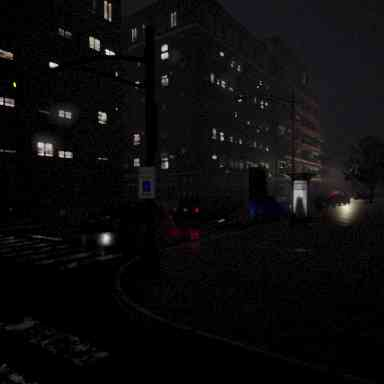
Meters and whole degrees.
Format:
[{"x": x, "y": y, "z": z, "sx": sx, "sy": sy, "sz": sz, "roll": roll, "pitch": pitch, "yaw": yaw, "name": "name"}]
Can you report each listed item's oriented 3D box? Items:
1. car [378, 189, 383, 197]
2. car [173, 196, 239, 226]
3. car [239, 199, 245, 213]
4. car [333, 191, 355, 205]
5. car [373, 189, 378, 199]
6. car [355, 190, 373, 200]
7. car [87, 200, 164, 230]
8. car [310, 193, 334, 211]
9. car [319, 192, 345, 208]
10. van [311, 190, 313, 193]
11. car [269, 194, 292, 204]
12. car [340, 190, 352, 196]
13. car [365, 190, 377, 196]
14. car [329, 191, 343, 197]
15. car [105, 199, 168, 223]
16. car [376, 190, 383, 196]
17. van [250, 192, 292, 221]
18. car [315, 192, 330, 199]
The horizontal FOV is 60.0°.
[{"x": 41.793, "y": 0.354, "z": 74.333, "sx": 1.887, "sy": 1.381, "sz": 4.507, "roll": 1, "pitch": 1, "yaw": 36, "name": "car"}, {"x": 0.840, "y": 1.081, "z": 21.429, "sx": 2.097, "sy": 1.767, "sz": 4.553, "roll": 0, "pitch": 1, "yaw": 36, "name": "car"}, {"x": 2.900, "y": 1.102, "z": 29.212, "sx": 1.882, "sy": 1.535, "sz": 5.008, "roll": 0, "pitch": 1, "yaw": 35, "name": "car"}, {"x": 18.797, "y": 0.922, "z": 42.138, "sx": 1.947, "sy": 1.339, "sz": 4.313, "roll": 1, "pitch": 1, "yaw": 36, "name": "car"}, {"x": 31.937, "y": 0.589, "z": 60.535, "sx": 1.887, "sy": 1.381, "sz": 4.507, "roll": 1, "pitch": 1, "yaw": 36, "name": "car"}, {"x": 28.652, "y": 0.562, "z": 55.933, "sx": 1.967, "sy": 1.590, "sz": 4.097, "roll": 1, "pitch": 1, "yaw": 36, "name": "car"}, {"x": -3.828, "y": 1.261, "z": 19.804, "sx": 1.882, "sy": 1.535, "sz": 5.008, "roll": 0, "pitch": 1, "yaw": 37, "name": "car"}, {"x": 12.226, "y": 1.077, "z": 32.939, "sx": 1.947, "sy": 1.339, "sz": 4.313, "roll": 1, "pitch": 1, "yaw": 36, "name": "car"}, {"x": 15.511, "y": 0.978, "z": 37.538, "sx": 1.887, "sy": 1.381, "sz": 4.507, "roll": 1, "pitch": 1, "yaw": 36, "name": "car"}, {"x": 19.102, "y": 0.534, "z": 56.117, "sx": 1.690, "sy": 1.788, "sz": 3.998, "roll": 1, "pitch": 1, "yaw": 36, "name": "van"}, {"x": 12.538, "y": 0.931, "z": 46.933, "sx": 1.802, "sy": 1.307, "sz": 4.206, "roll": 1, "pitch": 1, "yaw": 36, "name": "car"}, {"x": 38.791, "y": 0.276, "z": 83.688, "sx": 2.008, "sy": 1.369, "sz": 4.403, "roll": 1, "pitch": 1, "yaw": 36, "name": "car"}, {"x": 44.183, "y": 0.214, "z": 82.110, "sx": 1.994, "sy": 1.385, "sz": 4.181, "roll": 0, "pitch": 1, "yaw": 36, "name": "car"}, {"x": 32.227, "y": 0.426, "z": 74.499, "sx": 1.887, "sy": 1.381, "sz": 4.507, "roll": 1, "pitch": 1, "yaw": 36, "name": "car"}, {"x": -3.871, "y": 1.281, "z": 23.960, "sx": 1.887, "sy": 1.381, "sz": 4.507, "roll": 1, "pitch": 1, "yaw": 36, "name": "car"}, {"x": 45.077, "y": 0.313, "z": 78.932, "sx": 1.802, "sy": 1.307, "sz": 4.206, "roll": 1, "pitch": 1, "yaw": 36, "name": "car"}, {"x": 5.657, "y": 1.007, "z": 23.736, "sx": 1.690, "sy": 1.788, "sz": 3.998, "roll": 1, "pitch": 1, "yaw": 36, "name": "van"}, {"x": 25.664, "y": 0.619, "z": 65.311, "sx": 1.802, "sy": 1.307, "sz": 4.206, "roll": 1, "pitch": 1, "yaw": 36, "name": "car"}]
